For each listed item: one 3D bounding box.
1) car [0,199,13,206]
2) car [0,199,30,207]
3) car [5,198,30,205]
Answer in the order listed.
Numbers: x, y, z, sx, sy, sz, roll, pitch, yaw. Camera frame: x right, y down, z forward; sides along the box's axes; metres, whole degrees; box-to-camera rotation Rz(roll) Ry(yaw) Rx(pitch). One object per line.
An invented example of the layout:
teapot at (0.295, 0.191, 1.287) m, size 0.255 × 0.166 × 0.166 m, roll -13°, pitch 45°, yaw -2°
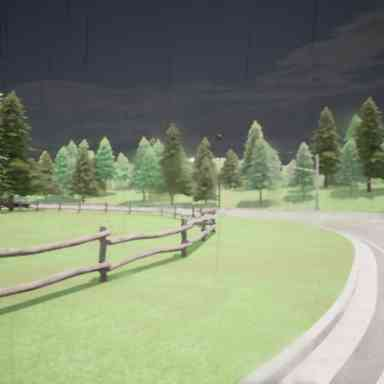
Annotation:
car at (-39.111, 2.127, 68.264) m, size 4.718 × 1.301 × 1.895 m, roll 0°, pitch -1°, yaw 27°
car at (-29.509, 2.042, 55.612) m, size 4.718 × 1.301 × 1.895 m, roll 0°, pitch -1°, yaw 27°
car at (-37.533, 2.107, 71.389) m, size 5.357 × 1.411 × 2.033 m, roll 0°, pitch -1°, yaw 27°
